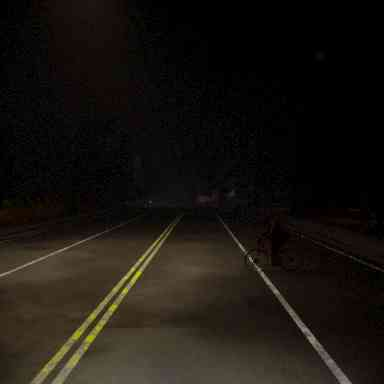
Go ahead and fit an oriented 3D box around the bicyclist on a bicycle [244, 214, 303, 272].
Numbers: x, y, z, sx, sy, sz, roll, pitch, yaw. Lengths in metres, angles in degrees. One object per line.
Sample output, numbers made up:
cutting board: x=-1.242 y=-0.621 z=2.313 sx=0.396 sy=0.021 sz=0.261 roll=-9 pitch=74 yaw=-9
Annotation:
bicyclist on a bicycle: x=2.272 y=1.453 z=9.325 sx=1.656 sy=1.620 sz=0.582 roll=-2 pitch=0 yaw=1
